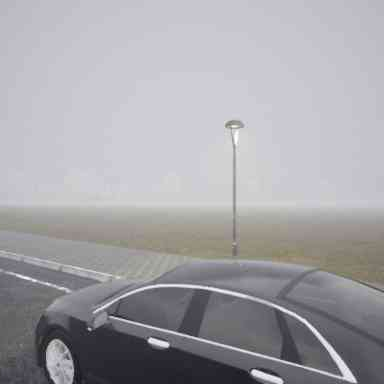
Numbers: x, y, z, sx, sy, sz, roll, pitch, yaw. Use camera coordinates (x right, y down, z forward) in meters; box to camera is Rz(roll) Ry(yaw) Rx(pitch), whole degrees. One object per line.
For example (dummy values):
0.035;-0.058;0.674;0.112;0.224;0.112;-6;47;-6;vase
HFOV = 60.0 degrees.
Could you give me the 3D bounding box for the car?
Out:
0.261;1.504;3.524;4.892;1.490;1.837;-1;0;36;car
